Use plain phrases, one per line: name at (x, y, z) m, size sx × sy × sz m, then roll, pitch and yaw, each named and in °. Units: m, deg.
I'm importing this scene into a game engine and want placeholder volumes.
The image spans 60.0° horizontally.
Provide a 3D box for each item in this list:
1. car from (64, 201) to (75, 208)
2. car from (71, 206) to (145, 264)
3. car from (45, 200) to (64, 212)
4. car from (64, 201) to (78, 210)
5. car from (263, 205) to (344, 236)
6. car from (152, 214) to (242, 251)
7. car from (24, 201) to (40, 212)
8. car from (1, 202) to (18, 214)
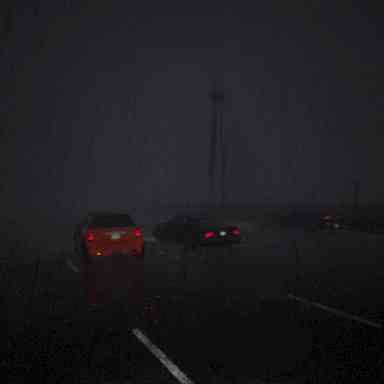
car at (-32.012, 3.220, 86.825) m, size 2.128 × 1.511 × 4.902 m, roll -1°, pitch -1°, yaw -29°
car at (-3.423, 1.572, 13.163) m, size 2.097 × 1.767 × 4.553 m, roll -1°, pitch -1°, yaw -24°
car at (-25.331, 2.484, 60.547) m, size 2.150 × 2.045 × 5.566 m, roll -1°, pitch -1°, yaw -29°
car at (-23.695, 2.615, 64.797) m, size 2.097 × 1.767 × 4.553 m, roll -1°, pitch -1°, yaw -29°
car at (5.985, 1.512, 18.562) m, size 2.128 × 1.511 × 4.902 m, roll -1°, pitch 0°, yaw -29°
car at (-0.005, 1.693, 14.929) m, size 2.033 × 1.411 × 5.357 m, roll -1°, pitch -1°, yaw -29°
car at (-29.680, 2.888, 61.165) m, size 1.837 × 1.490 × 4.892 m, roll -1°, pitch -1°, yaw -29°
car at (-30.663, 2.864, 55.754) m, size 1.837 × 1.490 × 4.892 m, roll -1°, pitch -1°, yaw -29°
